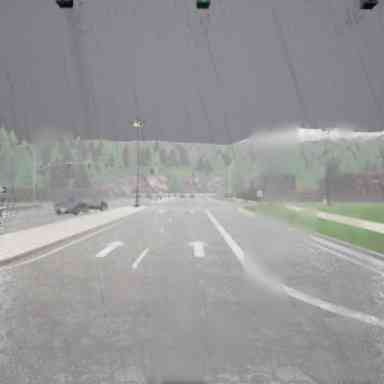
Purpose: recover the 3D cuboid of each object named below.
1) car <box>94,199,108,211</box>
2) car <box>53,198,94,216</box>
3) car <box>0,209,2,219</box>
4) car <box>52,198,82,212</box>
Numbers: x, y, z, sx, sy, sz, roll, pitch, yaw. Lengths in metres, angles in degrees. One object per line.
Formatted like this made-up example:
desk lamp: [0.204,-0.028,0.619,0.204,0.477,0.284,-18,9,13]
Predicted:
car: [-11.499,1.570,40.183,1.994,1.385,4.181,0,0,0]
car: [-11.568,1.485,32.326,2.128,1.511,4.902,0,0,0]
car: [-15.080,1.520,23.053,1.812,1.442,4.674,0,0,0]
car: [-14.999,1.491,40.183,1.837,1.490,4.892,0,0,0]
